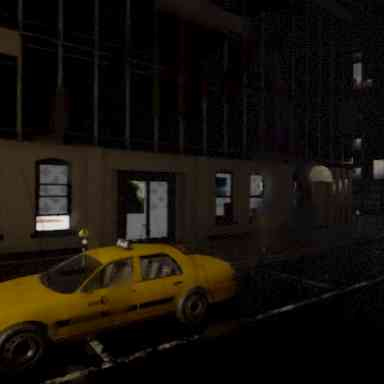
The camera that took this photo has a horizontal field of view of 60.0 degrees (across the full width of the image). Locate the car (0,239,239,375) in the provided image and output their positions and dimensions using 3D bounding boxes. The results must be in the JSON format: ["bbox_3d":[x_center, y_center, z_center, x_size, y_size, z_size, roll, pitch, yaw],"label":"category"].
[{"bbox_3d":[-1.379,1.520,5.567,4.829,1.417,1.752,0,1,-35],"label":"car"}]
